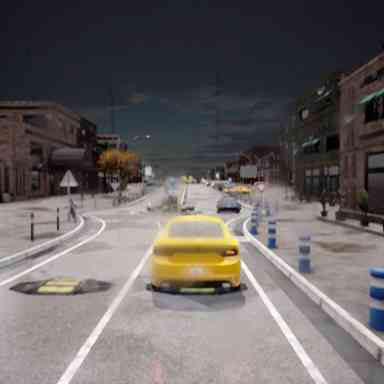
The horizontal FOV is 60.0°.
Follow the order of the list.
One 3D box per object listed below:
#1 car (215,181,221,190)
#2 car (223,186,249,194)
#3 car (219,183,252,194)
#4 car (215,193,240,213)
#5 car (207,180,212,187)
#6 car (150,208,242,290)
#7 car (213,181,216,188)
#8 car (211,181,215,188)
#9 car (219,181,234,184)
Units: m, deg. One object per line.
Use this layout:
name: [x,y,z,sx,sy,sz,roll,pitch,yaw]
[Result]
car: [8.174,-0.985,68.012,5.566,2.045,2.435,0,3,-1]
car: [8.209,-0.421,62.522,4.674,1.452,2.002,0,3,-1]
car: [8.051,-0.323,59.764,5.366,1.575,1.946,0,3,-1]
car: [3.178,1.061,30.028,1.994,1.385,4.181,0,1,2]
car: [7.841,-2.030,92.798,5.566,2.045,2.435,0,2,-1]
car: [0.102,1.355,8.666,1.882,1.535,5.008,0,-1,1]
car: [8.029,-1.233,79.036,4.892,1.521,2.231,0,2,-1]
car: [7.967,-1.463,84.543,5.008,1.535,2.097,0,2,-1]
car: [8.144,-0.725,65.265,4.553,1.767,2.185,0,3,-1]
